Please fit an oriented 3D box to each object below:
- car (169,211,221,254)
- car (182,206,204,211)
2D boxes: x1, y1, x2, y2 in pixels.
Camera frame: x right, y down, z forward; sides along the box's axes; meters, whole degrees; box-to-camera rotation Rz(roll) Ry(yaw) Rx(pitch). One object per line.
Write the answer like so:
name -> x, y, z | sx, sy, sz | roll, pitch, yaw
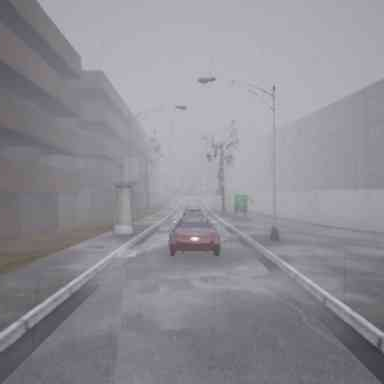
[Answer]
car -> 0.103, 1.694, 14.000 | 1.994, 1.385, 4.181 | 0, -1, 0
car -> 0.107, 2.000, 30.698 | 2.128, 1.511, 4.902 | 0, -1, 0
